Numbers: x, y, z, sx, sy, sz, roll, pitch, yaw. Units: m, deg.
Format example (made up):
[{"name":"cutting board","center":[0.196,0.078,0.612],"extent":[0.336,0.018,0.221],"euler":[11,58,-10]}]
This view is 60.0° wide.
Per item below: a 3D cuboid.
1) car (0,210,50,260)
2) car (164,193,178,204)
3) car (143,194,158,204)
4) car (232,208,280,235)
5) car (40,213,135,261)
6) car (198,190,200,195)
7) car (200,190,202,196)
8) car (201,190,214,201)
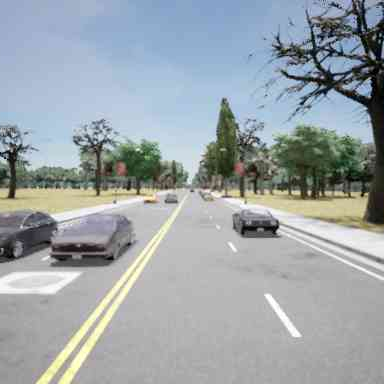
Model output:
[{"name":"car","center":[-6.598,1.465,12.363],"extent":[1.837,1.490,4.892],"euler":[0,0,0]},{"name":"car","center":[-3.308,0.925,53.163],"extent":[2.097,1.767,4.553],"euler":[0,1,0]},{"name":"car","center":[-6.557,1.053,53.001],"extent":[1.882,1.535,5.008],"euler":[0,1,0]},{"name":"car","center":[3.354,1.542,18.420],"extent":[1.895,1.301,4.718],"euler":[0,0,0]},{"name":"car","center":[-3.350,1.508,12.368],"extent":[2.033,1.411,5.357],"euler":[0,0,0]},{"name":"car","center":[3.266,0.532,85.976],"extent":[1.801,1.575,5.366],"euler":[0,1,0]},{"name":"car","center":[3.264,0.769,74.790],"extent":[1.837,1.490,4.892],"euler":[0,1,0]},{"name":"car","center":[3.262,0.877,63.982],"extent":[1.801,1.575,5.366],"euler":[0,1,0]}]
